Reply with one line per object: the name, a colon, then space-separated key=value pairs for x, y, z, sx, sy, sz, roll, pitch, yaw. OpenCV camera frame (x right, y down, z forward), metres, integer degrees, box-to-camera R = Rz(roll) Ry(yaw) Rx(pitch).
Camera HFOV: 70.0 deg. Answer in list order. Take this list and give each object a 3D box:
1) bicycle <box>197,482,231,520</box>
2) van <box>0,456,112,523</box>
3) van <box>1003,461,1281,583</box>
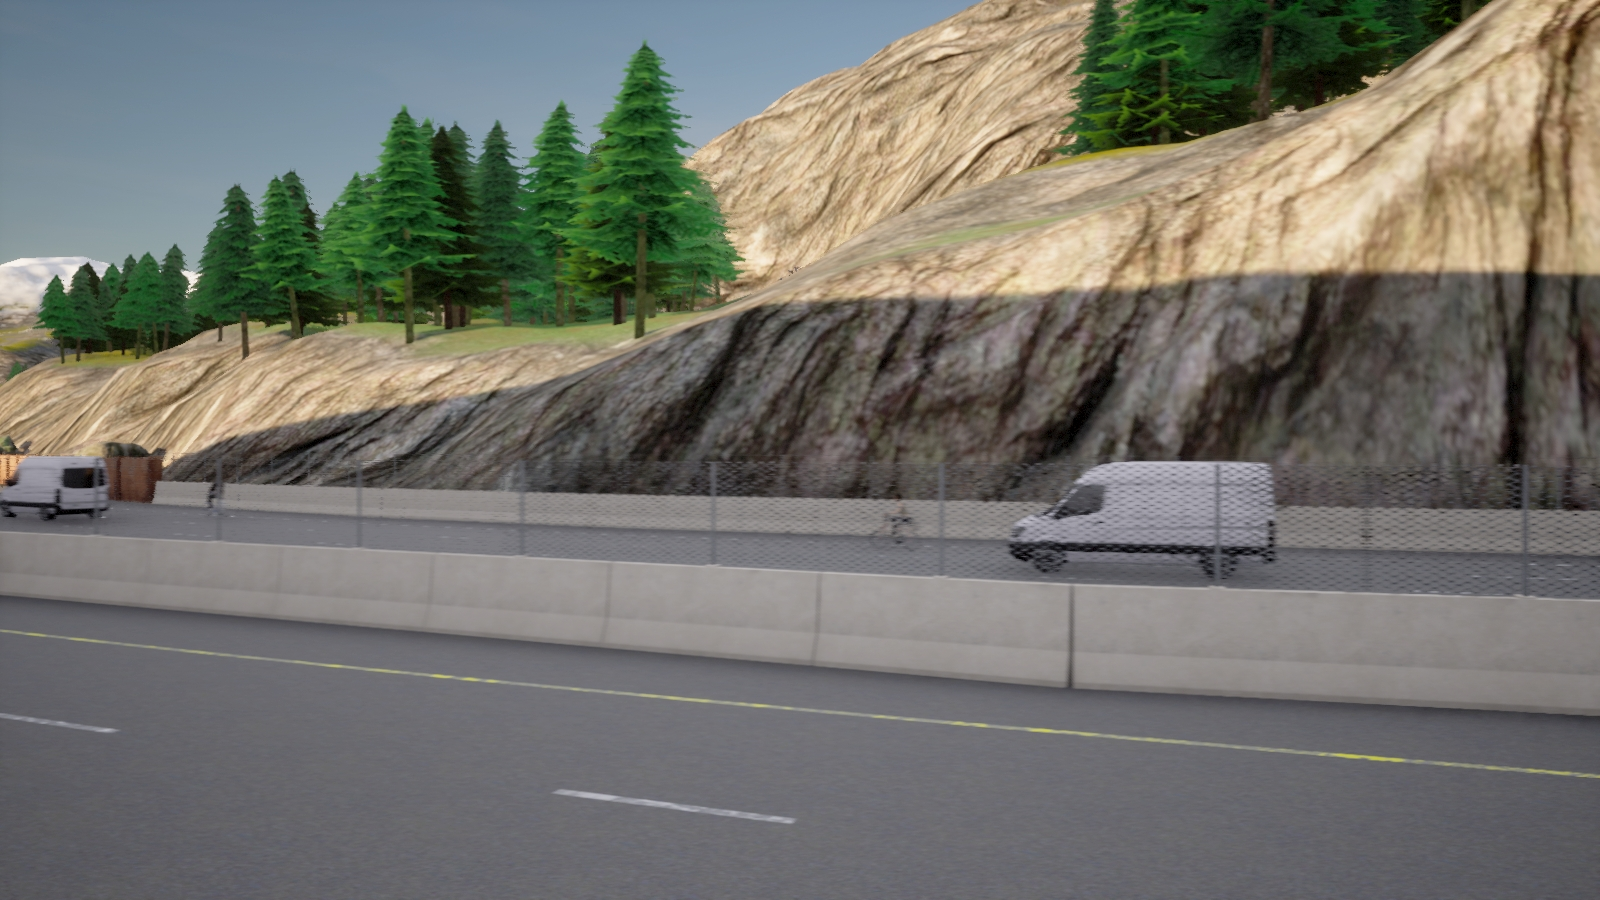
bicycle: x=-23.946 y=2.054 z=46.673 sx=1.835 sy=1.489 sz=0.329 roll=0 pitch=0 yaw=33
van: x=-30.573 y=1.532 z=46.726 sx=5.915 sy=2.561 sz=1.988 roll=0 pitch=0 yaw=35
van: x=7.802 y=1.551 z=26.342 sx=5.915 sy=2.561 sz=1.988 roll=0 pitch=0 yaw=19
